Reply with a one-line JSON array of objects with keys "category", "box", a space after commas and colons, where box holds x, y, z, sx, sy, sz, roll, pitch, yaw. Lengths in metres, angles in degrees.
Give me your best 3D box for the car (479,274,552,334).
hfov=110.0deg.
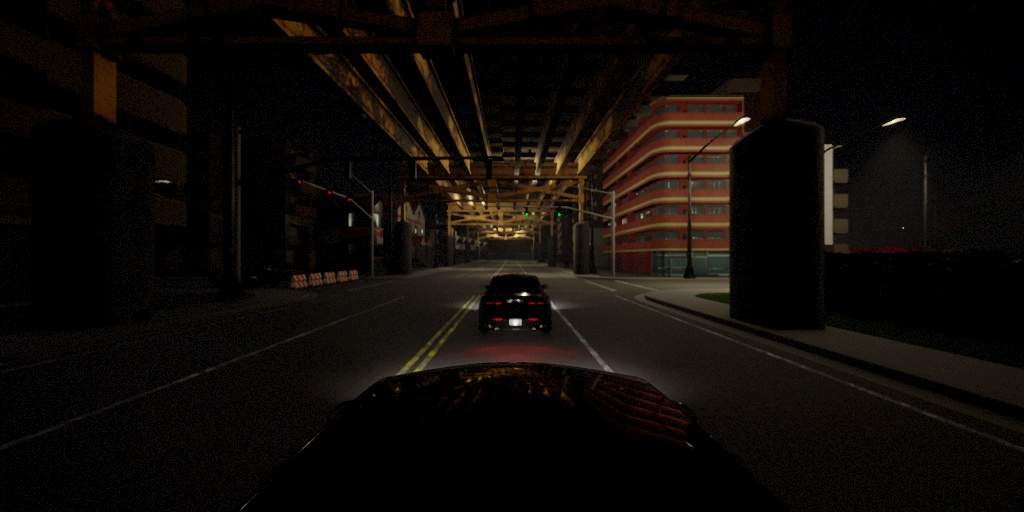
[{"category": "car", "box": [0.084, 1.271, 10.685, 1.837, 1.490, 4.892, 0, 0, 0]}]
